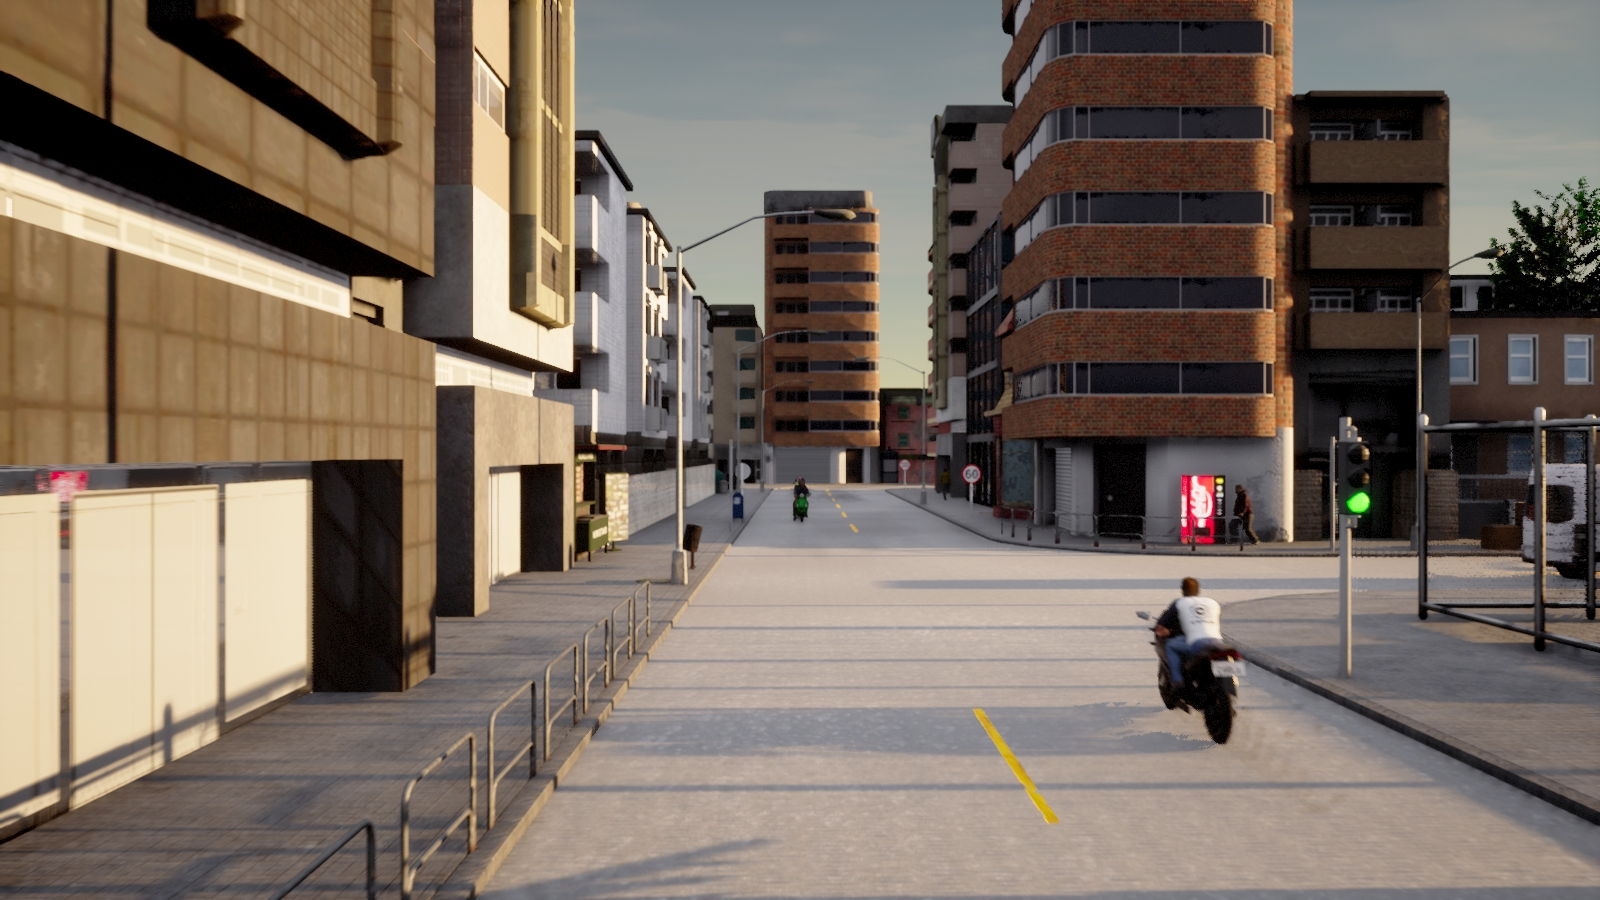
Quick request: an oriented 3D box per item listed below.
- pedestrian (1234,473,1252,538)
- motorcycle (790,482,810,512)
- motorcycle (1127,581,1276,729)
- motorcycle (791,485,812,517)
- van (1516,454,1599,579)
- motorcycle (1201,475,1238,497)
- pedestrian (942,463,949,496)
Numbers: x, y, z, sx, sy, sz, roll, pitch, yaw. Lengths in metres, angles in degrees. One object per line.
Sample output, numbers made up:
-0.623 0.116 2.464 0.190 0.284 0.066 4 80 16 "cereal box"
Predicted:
12.713 1.581 32.794 0.375 1.860 0.375 0 0 3 "pedestrian"
0.019 2.059 50.256 0.856 1.236 1.805 0 0 0 "motorcycle"
4.017 2.018 11.621 0.803 1.145 2.033 0 0 0 "motorcycle"
0.063 2.052 46.388 0.856 1.236 1.805 0 0 0 "motorcycle"
18.896 1.364 24.450 5.915 2.561 1.988 0 0 0 "van"
24.394 2.089 66.449 1.805 1.236 0.856 0 0 2 "motorcycle"
8.113 1.646 63.802 0.375 1.860 0.375 0 0 7 "pedestrian"
